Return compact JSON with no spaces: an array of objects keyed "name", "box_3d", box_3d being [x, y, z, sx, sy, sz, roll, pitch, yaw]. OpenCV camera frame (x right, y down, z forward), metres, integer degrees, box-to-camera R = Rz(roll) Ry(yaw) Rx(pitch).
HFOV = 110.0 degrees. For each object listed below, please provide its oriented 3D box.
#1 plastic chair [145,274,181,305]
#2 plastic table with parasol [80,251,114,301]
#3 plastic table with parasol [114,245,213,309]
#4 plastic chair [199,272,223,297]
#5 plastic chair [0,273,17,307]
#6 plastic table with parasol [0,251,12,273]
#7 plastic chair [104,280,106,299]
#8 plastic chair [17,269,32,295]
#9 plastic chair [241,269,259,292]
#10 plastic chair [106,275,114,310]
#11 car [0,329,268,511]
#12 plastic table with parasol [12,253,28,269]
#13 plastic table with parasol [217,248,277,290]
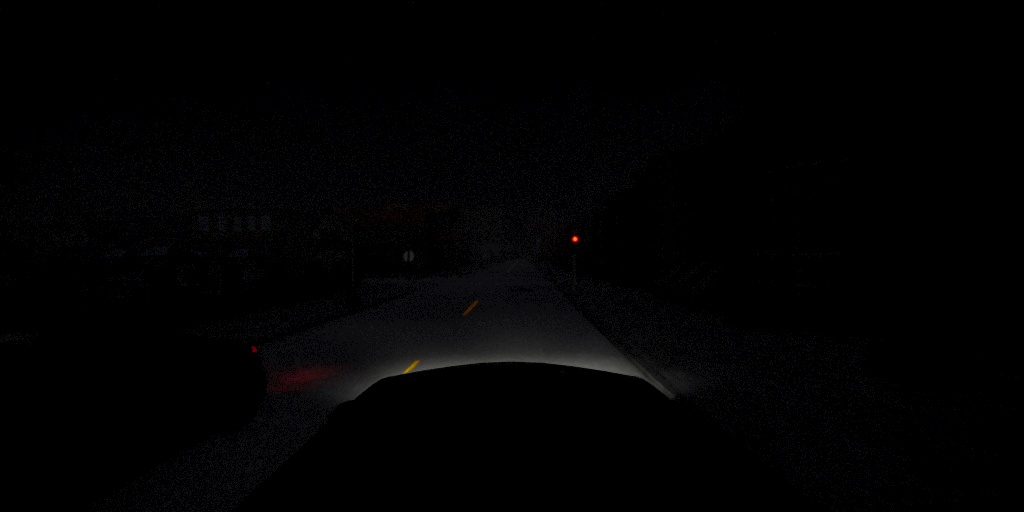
[{"name":"plastic chair","box_3d":[-12.613,1.374,12.983,0.750,1.272,0.730,0,0,-38]},{"name":"plastic table with parasol","box_3d":[-18.872,0.837,17.684,2.482,2.480,2.482,0,0,-38]},{"name":"plastic table with parasol","box_3d":[-13.318,0.792,14.013,2.482,2.480,2.482,0,0,-38]},{"name":"plastic chair","box_3d":[-12.263,1.384,14.723,0.730,1.272,0.750,0,0,-38]},{"name":"plastic chair","box_3d":[-20.902,1.438,14.493,0.730,1.272,0.750,0,0,-38]},{"name":"plastic table with parasol","box_3d":[-21.965,0.833,13.794,2.482,2.480,2.482,0,0,-40]},{"name":"plastic chair","box_3d":[-18.168,1.439,16.640,0.750,1.272,0.730,0,0,-38]},{"name":"plastic chair","box_3d":[-26.237,1.477,19.386,0.730,1.272,0.750,0,0,-37]},{"name":"plastic chair","box_3d":[-12.908,1.424,17.471,0.750,1.272,0.730,0,0,-38]},{"name":"plastic chair","box_3d":[-14.337,1.376,13.312,0.730,1.272,0.750,0,0,-38]},{"name":"car","box_3d":[-4.123,1.345,2.802,1.994,1.385,4.181,0,0,2]},{"name":"plastic table with parasol","box_3d":[-27.286,0.881,18.665,2.482,2.480,2.482,0,0,-38]},{"name":"plastic table with parasol","box_3d":[-13.612,0.826,18.515,2.482,2.480,2.482,0,0,-38]}]
